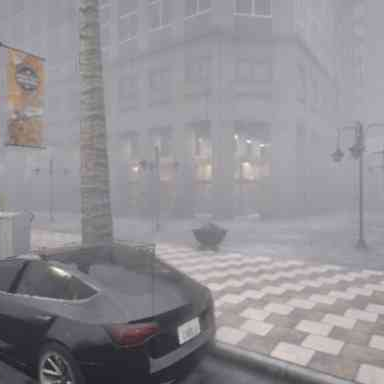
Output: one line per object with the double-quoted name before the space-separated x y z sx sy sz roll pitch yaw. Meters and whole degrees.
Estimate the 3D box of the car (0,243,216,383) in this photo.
"car" -1.947 1.517 4.874 4.786 1.482 2.161 0 0 35
